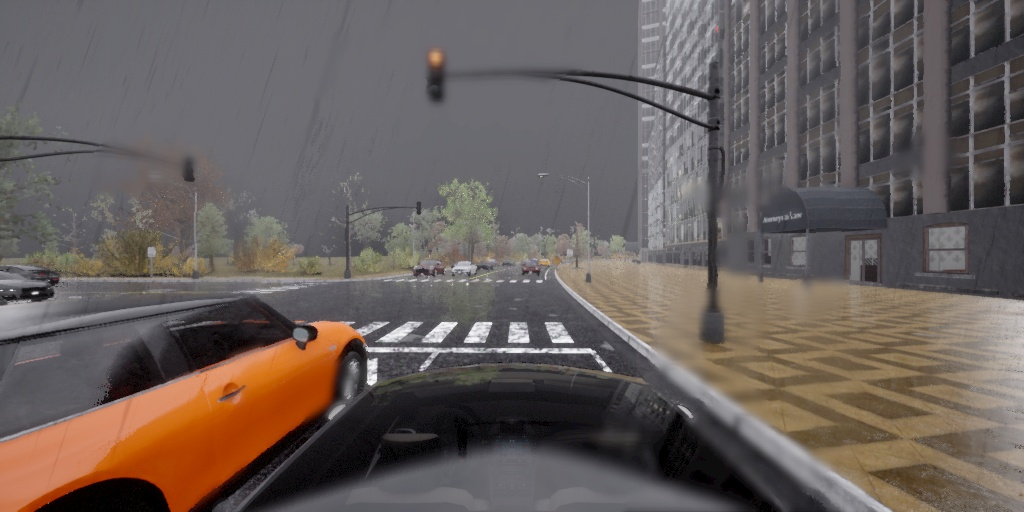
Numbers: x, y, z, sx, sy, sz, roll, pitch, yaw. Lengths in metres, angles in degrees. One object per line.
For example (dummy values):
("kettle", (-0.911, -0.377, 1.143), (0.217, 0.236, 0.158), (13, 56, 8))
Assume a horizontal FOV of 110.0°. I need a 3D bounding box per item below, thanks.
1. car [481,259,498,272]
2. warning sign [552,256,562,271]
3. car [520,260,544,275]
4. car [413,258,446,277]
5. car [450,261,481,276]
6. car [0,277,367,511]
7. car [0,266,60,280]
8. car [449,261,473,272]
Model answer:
("car", (-3.575, 1.350, 47.363), (1.895, 1.301, 4.718), (0, 0, 7))
("warning sign", (5.507, 0.868, 44.175), (1.300, 1.860, 1.060), (0, 0, 7))
("car", (2.210, 1.351, 39.295), (1.895, 1.301, 4.718), (0, 0, 6))
("car", (-8.140, 1.098, 35.593), (2.097, 1.767, 4.553), (0, 0, 6))
("car", (-4.788, 1.273, 36.539), (1.812, 1.442, 4.674), (0, 0, 6))
("car", (-3.100, 1.104, 3.253), (2.097, 1.767, 4.553), (0, 0, 0))
("car", (-22.407, 1.315, 15.144), (4.892, 1.490, 1.837), (0, 0, 3))
("car", (-6.763, 1.349, 48.043), (1.895, 1.301, 4.718), (0, 0, 7))
